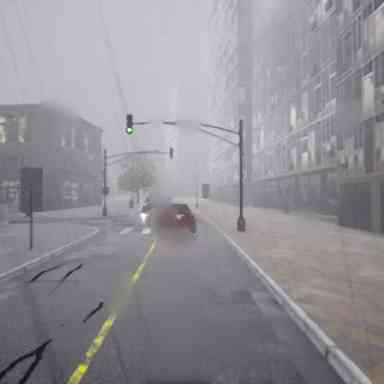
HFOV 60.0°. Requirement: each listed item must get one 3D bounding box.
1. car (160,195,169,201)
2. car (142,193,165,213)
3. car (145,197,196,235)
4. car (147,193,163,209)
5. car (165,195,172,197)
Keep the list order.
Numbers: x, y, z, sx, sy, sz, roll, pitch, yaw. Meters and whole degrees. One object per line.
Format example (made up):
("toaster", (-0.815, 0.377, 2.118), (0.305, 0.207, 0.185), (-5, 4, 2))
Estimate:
("car", (-6.558, 1.396, 79.123), (1.895, 1.301, 4.718), (0, 0, -10))
("car", (-4.422, 1.342, 37.426), (2.097, 1.767, 4.553), (0, 0, -5))
("car", (-1.255, 1.350, 19.236), (2.097, 1.767, 4.553), (0, 0, -14))
("car", (-5.319, 1.206, 47.736), (2.150, 2.045, 5.566), (0, 0, -5))
("car", (-4.983, 1.448, 68.799), (1.882, 1.535, 5.008), (0, 0, -9))
